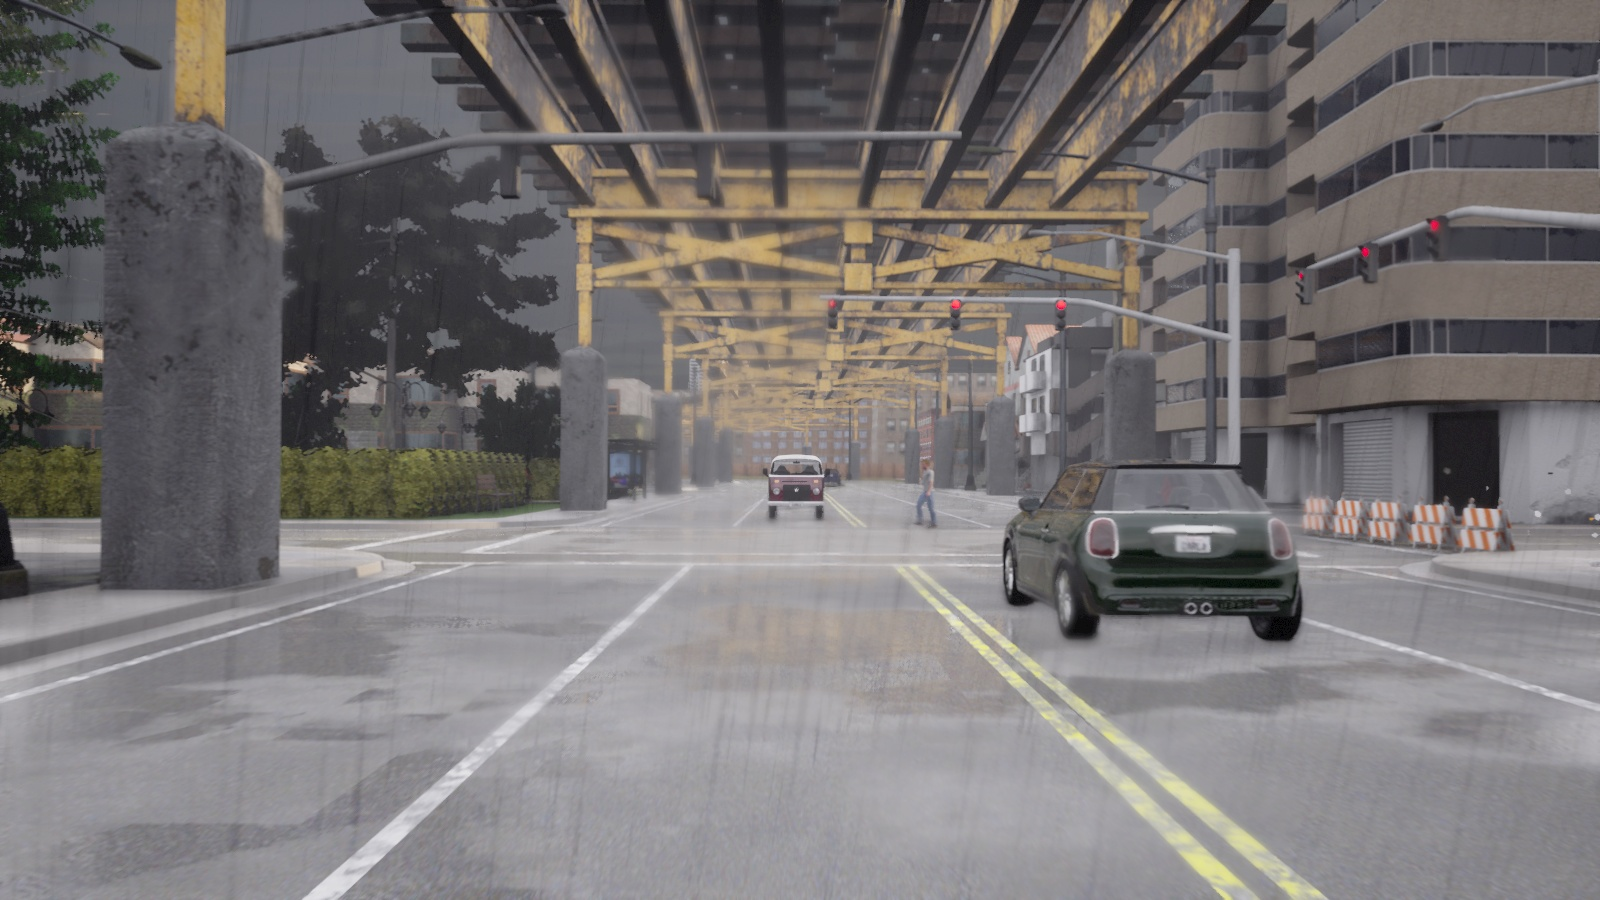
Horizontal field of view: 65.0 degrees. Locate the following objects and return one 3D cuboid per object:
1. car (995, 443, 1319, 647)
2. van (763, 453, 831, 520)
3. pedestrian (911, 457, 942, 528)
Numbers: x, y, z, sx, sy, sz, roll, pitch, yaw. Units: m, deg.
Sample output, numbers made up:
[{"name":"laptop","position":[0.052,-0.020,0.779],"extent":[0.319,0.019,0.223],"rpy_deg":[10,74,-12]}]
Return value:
[{"name":"car","position":[3.465,0.862,13.239],"extent":[2.097,1.767,4.553],"rpy_deg":[0,-1,0]},{"name":"van","position":[-0.103,1.160,40.507],"extent":[2.069,2.038,4.480],"rpy_deg":[0,-1,0]},{"name":"pedestrian","position":[3.318,1.103,32.974],"extent":[0.706,1.836,0.354],"rpy_deg":[0,-1,-18]}]
